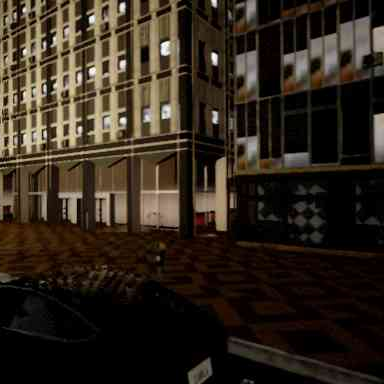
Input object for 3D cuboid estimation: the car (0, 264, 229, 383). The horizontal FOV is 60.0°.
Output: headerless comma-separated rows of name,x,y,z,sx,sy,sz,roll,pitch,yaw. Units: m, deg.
car,-1.623,1.591,4.033,4.313,1.339,1.947,0,0,35
